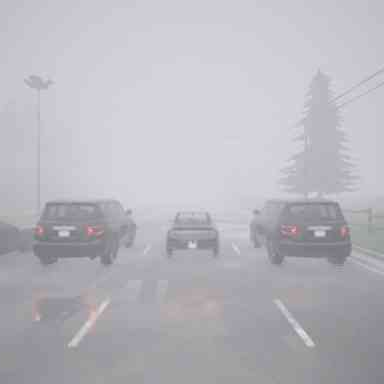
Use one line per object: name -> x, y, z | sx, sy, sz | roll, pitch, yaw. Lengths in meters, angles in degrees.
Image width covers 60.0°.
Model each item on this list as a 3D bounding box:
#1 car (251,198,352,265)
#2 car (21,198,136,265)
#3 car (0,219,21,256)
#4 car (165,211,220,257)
car -> 3.526, 1.222, 11.775 | 2.150, 2.045, 5.566 | 0, 0, 1
car -> -3.474, 1.223, 11.781 | 2.150, 2.045, 5.566 | 0, 0, 0
car -> -6.983, 1.548, 10.762 | 2.033, 1.411, 5.357 | 0, 0, 0
car -> 0.039, 1.491, 12.947 | 2.128, 1.511, 4.902 | 0, 0, 1
